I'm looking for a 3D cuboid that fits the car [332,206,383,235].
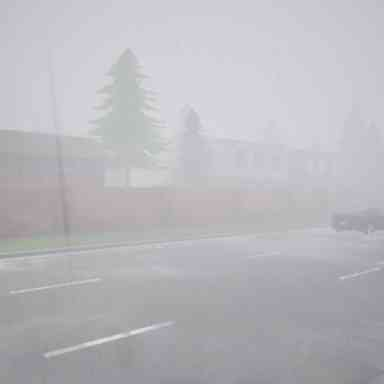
[{"bbox_3d":[10.337,1.598,19.722,5.008,1.535,1.882,0,0,-36],"label":"car"}]
